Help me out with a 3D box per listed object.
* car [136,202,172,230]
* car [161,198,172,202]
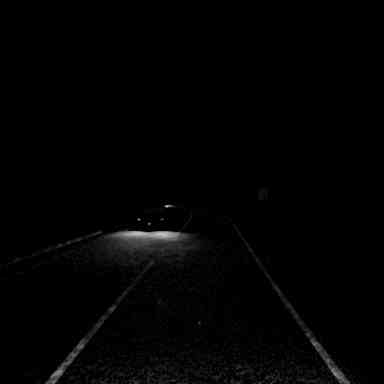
[{"bbox_3d":[-2.455,1.678,22.521,1.812,1.442,4.674,0,0,3],"label":"car"},{"bbox_3d":[-5.101,1.912,65.413,2.033,1.411,5.357,1,0,-12],"label":"car"}]
